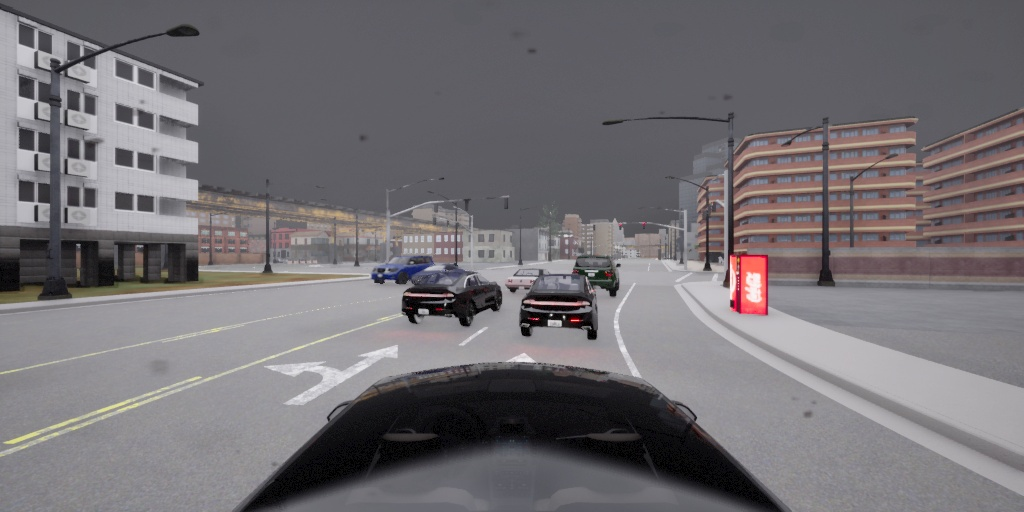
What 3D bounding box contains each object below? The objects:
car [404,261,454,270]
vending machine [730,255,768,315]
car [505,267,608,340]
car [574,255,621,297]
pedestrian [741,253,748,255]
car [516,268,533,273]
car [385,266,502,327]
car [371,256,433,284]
[{"bbox_3d":[-4.901,1.275,24.384,1.812,1.442,4.674,0,0,22],"label":"car"},{"bbox_3d":[7.829,0.945,11.862,1.100,2.100,0.880,0,0,20],"label":"vending machine"},{"bbox_3d":[1.450,1.242,10.119,2.128,1.511,4.902,0,0,13],"label":"car"},{"bbox_3d":[4.584,0.971,19.357,2.150,2.045,5.566,0,0,19],"label":"car"},{"bbox_3d":[8.062,0.795,12.481,0.375,1.860,0.375,0,0,21],"label":"pedestrian"},{"bbox_3d":[1.307,1.351,20.538,1.895,1.301,4.718,0,0,21],"label":"car"},{"bbox_3d":[-1.707,1.242,11.725,2.128,1.511,4.902,0,0,14],"label":"car"},{"bbox_3d":[-7.806,0.977,26.537,2.150,2.045,5.566,0,0,22],"label":"car"}]
